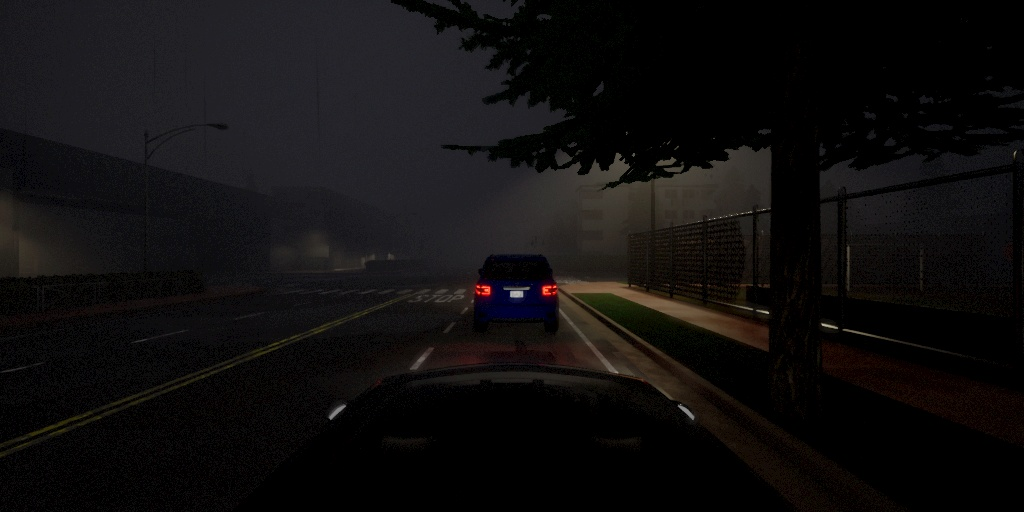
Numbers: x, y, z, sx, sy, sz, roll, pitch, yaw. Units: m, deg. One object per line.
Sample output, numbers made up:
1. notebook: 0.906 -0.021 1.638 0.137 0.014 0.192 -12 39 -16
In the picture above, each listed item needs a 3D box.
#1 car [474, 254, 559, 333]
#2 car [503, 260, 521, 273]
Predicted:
1. car: 0.113 0.972 10.933 2.150 2.045 5.566 0 0 0
2. car: 0.013 1.241 45.770 2.128 1.511 4.902 0 0 0
